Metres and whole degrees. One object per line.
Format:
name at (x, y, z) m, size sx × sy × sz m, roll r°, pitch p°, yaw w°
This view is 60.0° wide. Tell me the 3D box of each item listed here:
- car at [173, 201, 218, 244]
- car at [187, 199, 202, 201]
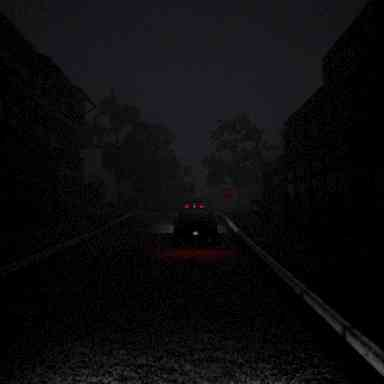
car at (0.155, 1.458, 15.719) m, size 1.882 × 1.535 × 5.008 m, roll 0°, pitch 1°, yaw 0°
car at (0.219, 1.289, 29.635) m, size 2.033 × 1.411 × 5.357 m, roll 0°, pitch -1°, yaw 1°
